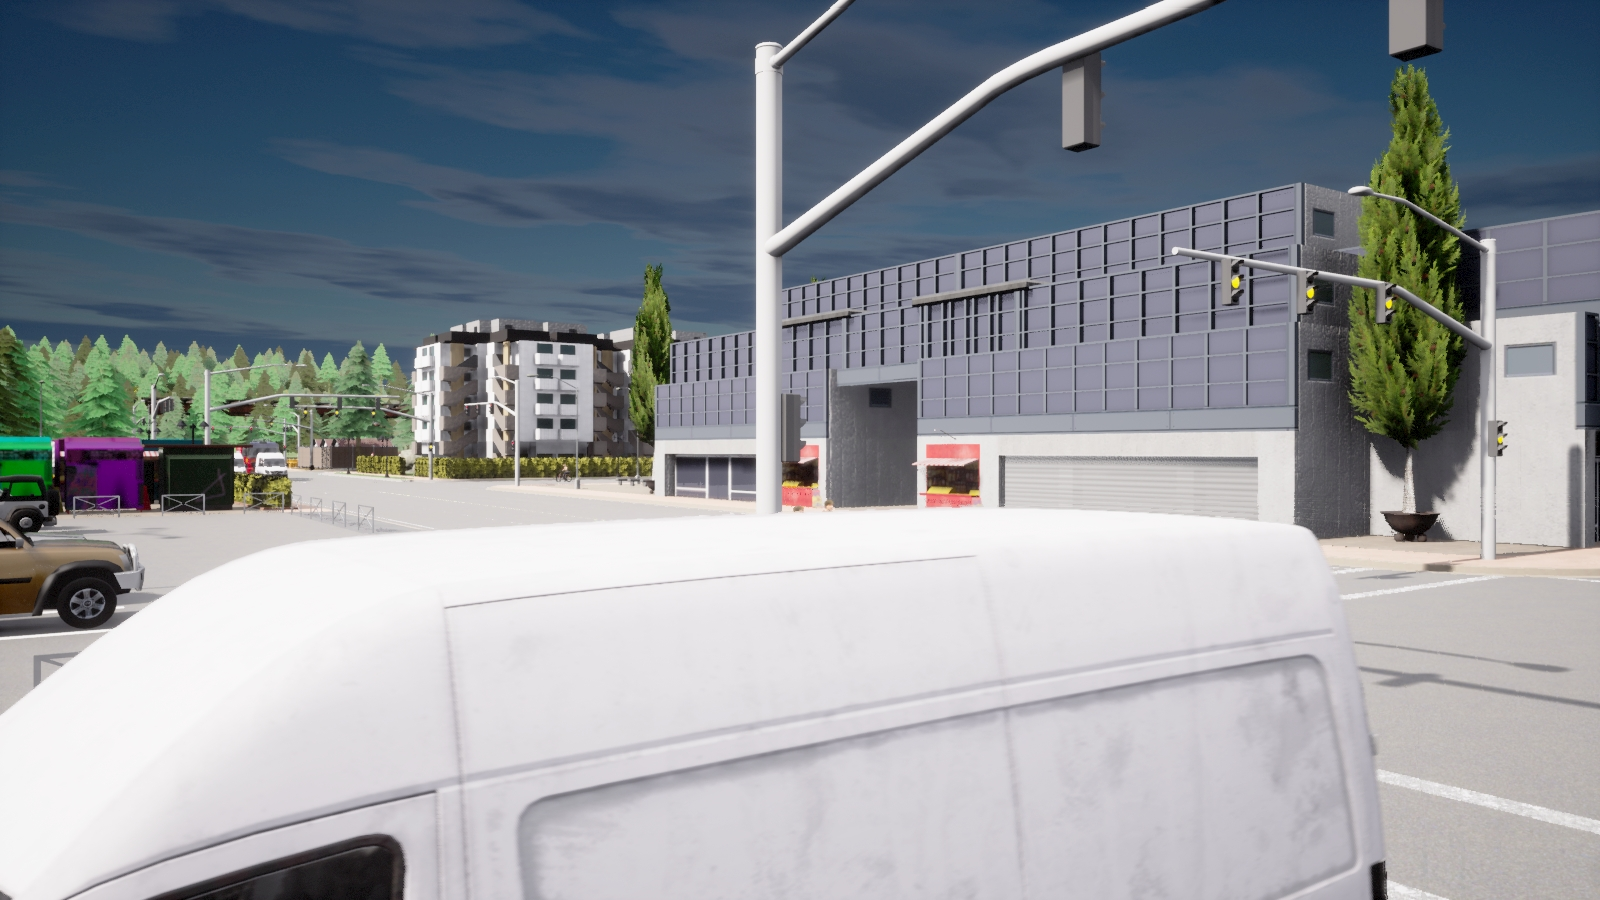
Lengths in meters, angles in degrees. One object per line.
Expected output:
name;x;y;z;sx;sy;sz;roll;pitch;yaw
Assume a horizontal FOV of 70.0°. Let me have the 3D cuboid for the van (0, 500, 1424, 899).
van;-0.727;1.534;3.312;5.915;2.561;1.988;0;0;-34
